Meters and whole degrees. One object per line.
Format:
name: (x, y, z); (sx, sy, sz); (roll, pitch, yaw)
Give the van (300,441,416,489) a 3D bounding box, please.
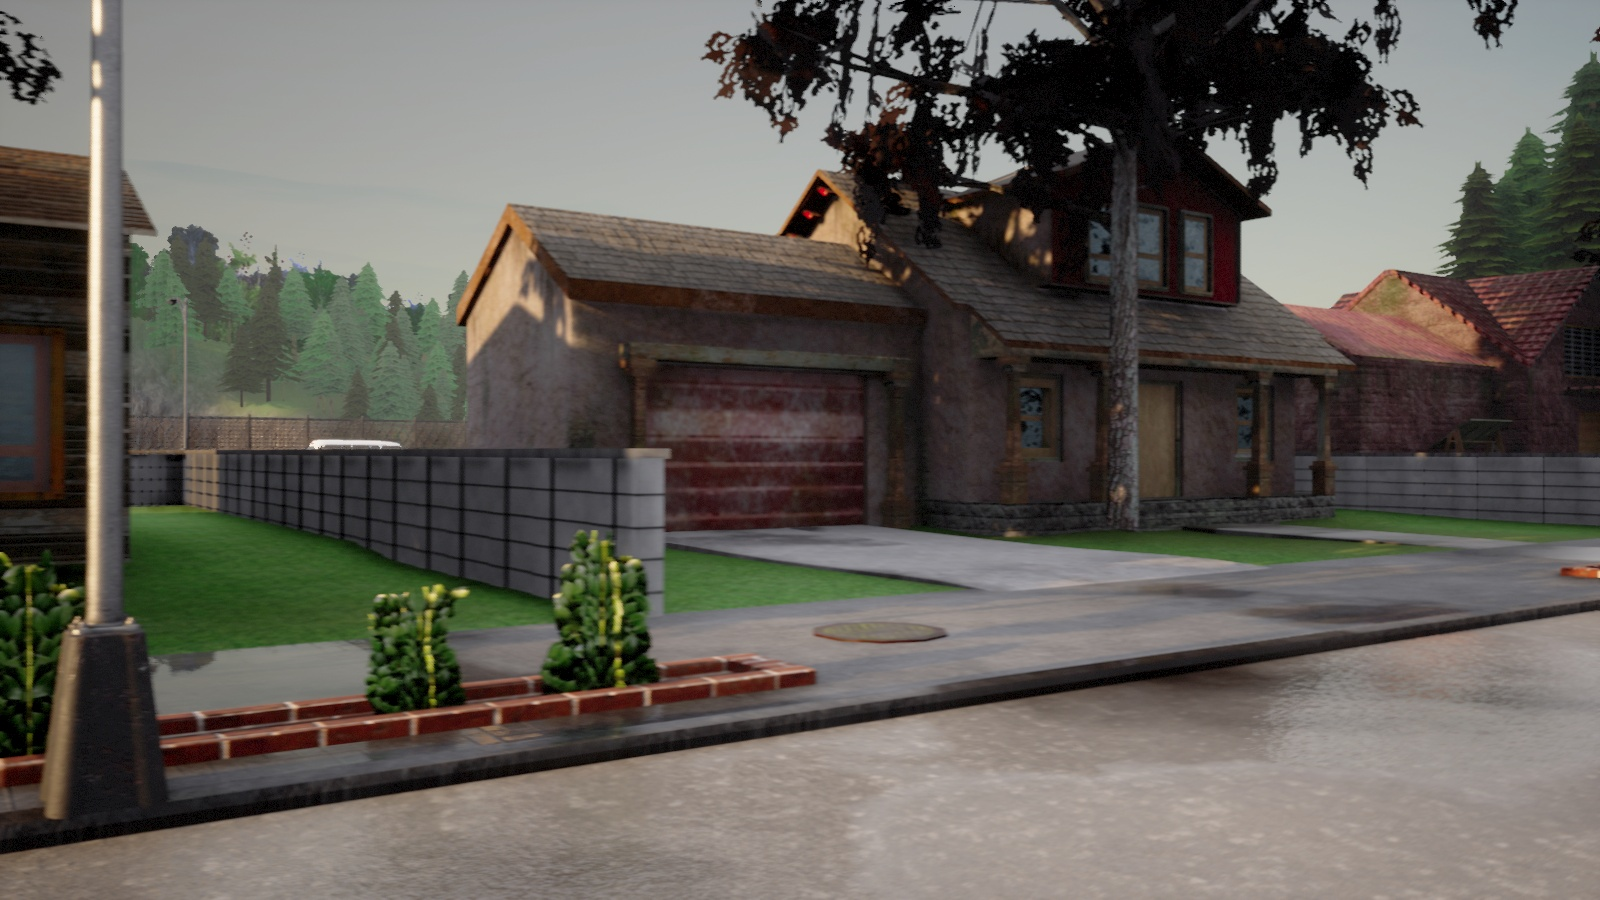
van: (-19.633, 0.646, 55.797); (4.480, 2.038, 2.069); (0, 0, -35)
